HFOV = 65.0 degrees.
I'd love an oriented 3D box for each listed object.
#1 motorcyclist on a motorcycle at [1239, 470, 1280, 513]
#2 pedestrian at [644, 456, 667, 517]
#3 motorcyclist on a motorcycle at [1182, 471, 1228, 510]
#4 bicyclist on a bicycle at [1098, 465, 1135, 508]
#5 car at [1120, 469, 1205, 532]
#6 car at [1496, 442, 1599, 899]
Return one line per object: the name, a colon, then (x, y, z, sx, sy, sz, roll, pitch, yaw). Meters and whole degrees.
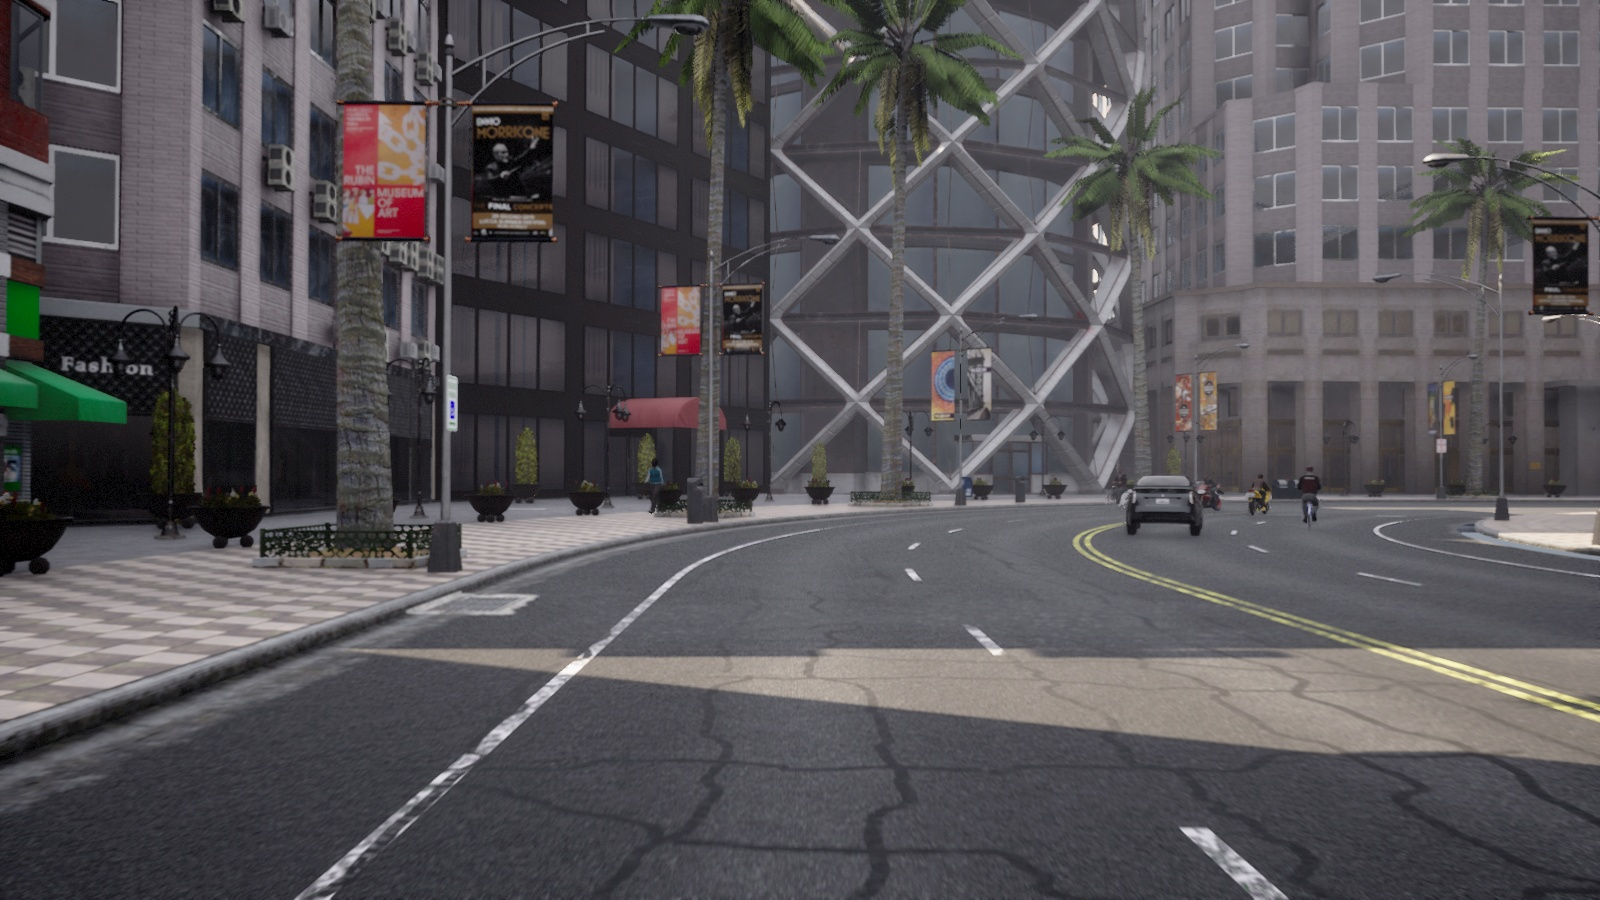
motorcyclist on a motorcycle: (16.785, 1.496, 45.877, 0.797, 1.523, 2.044, 0, -1, 38)
pedestrian: (-4.558, 1.153, 39.751, 0.396, 1.930, 0.692, -1, -1, 28)
motorcyclist on a motorcycle: (16.363, 1.631, 50.679, 2.191, 1.530, 0.866, 1, -1, -45)
bicyclist on a bicycle: (13.207, 1.507, 52.347, 0.659, 1.776, 1.843, -1, -1, 43)
car: (9.565, 1.273, 32.934, 2.007, 1.525, 4.514, -1, -1, 18)
car: (3.495, 0.764, 2.016, 2.033, 1.649, 4.856, 0, -1, 0)
